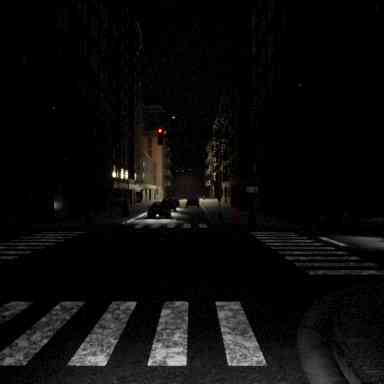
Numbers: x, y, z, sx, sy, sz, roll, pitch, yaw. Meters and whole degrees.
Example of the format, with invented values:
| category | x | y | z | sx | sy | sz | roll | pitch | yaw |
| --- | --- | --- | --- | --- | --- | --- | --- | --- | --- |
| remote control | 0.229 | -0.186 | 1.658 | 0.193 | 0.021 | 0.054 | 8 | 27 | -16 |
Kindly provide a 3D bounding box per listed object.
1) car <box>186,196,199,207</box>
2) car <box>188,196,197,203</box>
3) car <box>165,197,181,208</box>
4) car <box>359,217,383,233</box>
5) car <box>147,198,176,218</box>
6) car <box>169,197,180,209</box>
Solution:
| category | x | y | z | sx | sy | sz | roll | pitch | yaw |
| --- | --- | --- | --- | --- | --- | --- | --- | --- | --- |
| car | 0.109 | 1.459 | 51.356 | 1.882 | 1.535 | 5.008 | 0 | 0 | 0 |
| car | 0.112 | 1.490 | 69.958 | 1.812 | 1.442 | 4.674 | 0 | 0 | 0 |
| car | -2.835 | 1.474 | 50.189 | 2.128 | 1.511 | 4.902 | 0 | 0 | 0 |
| car | 11.637 | 1.554 | 17.861 | 4.829 | 1.417 | 1.752 | 0 | 0 | 0 |
| car | -2.840 | 1.541 | 30.166 | 2.033 | 1.411 | 5.357 | 0 | 0 | 0 |
| car | -2.835 | 1.481 | 39.988 | 2.128 | 1.511 | 4.902 | 0 | 0 | 0 |
